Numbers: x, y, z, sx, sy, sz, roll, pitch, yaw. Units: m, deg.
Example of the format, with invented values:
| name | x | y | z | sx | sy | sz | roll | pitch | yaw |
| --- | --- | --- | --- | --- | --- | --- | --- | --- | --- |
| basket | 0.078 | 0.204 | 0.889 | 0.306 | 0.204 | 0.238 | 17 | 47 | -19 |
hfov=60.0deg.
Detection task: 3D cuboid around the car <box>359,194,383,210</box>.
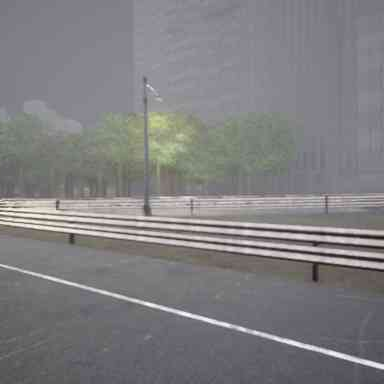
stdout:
| name | x | y | z | sx | sy | sz | roll | pitch | yaw |
| --- | --- | --- | --- | --- | --- | --- | --- | --- | --- |
| car | 18.114 | 0.869 | 31.039 | 5.357 | 1.411 | 2.033 | -1 | 0 | -6 |
